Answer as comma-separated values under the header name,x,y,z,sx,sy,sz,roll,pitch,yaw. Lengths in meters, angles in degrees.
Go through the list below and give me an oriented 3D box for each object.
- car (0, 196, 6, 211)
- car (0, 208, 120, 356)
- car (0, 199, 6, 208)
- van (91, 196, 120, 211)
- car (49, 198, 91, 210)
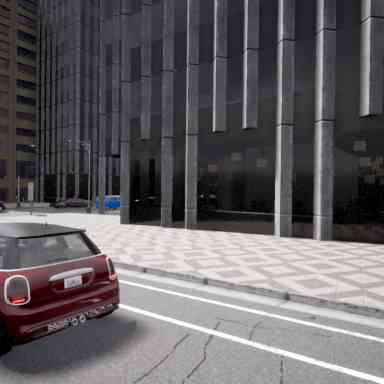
name,x,y,z,sx,sy,sz,roll,pitch,yaw
car,-22.994,1.323,36.448,1.967,1.590,4.097,1,1,36
car,-3.496,1.349,6.171,4.553,1.767,2.097,0,0,35
car,-21.565,1.277,33.801,2.097,1.767,4.553,1,1,35
van,-9.712,1.339,40.287,1.690,1.788,3.998,1,1,36
car,-15.394,1.459,42.440,2.033,1.411,5.357,1,1,36
